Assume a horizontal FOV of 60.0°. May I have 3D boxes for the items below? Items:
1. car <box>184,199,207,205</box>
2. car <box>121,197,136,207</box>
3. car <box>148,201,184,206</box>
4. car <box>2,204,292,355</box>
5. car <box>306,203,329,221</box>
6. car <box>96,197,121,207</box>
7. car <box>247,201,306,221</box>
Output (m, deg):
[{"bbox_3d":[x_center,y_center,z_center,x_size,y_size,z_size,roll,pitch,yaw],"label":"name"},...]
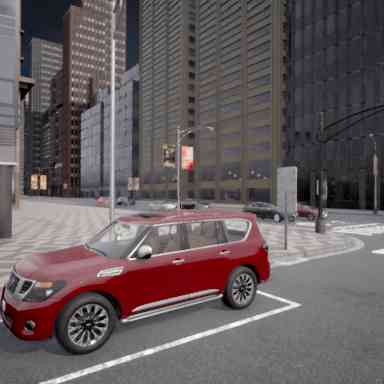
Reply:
[{"bbox_3d":[0.277,1.593,39.823,2.128,1.511,4.902,1,-1,-36],"label":"car"},{"bbox_3d":[-11.177,1.554,55.885,2.097,1.767,4.553,1,-1,-36],"label":"car"},{"bbox_3d":[-3.349,1.685,39.295,1.895,1.301,4.718,1,-1,-36],"label":"car"},{"bbox_3d":[-0.673,1.315,6.290,5.009,1.841,2.192,0,0,-36],"label":"car"},{"bbox_3d":[9.032,1.569,27.666,1.812,1.442,4.674,1,-1,-36],"label":"car"},{"bbox_3d":[-13.813,1.563,53.985,2.097,1.767,4.553,1,-1,-36],"label":"car"},{"bbox_3d":[6.108,1.526,26.165,1.837,1.490,4.892,1,0,-36],"label":"car"}]
